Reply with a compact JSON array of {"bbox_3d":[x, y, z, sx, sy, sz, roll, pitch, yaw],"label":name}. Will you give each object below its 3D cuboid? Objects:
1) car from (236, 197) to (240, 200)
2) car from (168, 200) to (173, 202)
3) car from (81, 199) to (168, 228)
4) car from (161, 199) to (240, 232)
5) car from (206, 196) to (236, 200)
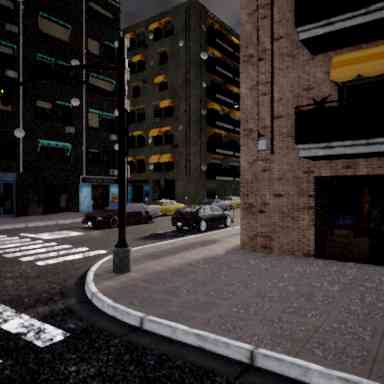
[{"bbox_3d":[4.208,1.105,36.515,1.752,1.417,4.829,1,1,36],"label":"car"},{"bbox_3d":[-2.478,1.246,27.354,1.752,1.417,4.829,1,1,36],"label":"car"},{"bbox_3d":[-4.194,1.343,20.840,2.033,1.411,5.357,0,1,36],"label":"car"},{"bbox_3d":[0.662,1.329,18.290,2.008,1.369,4.403,1,1,36],"label":"car"},{"bbox_3d":[1.648,1.236,28.833,1.994,1.385,4.181,0,1,37],"label":"car"}]
